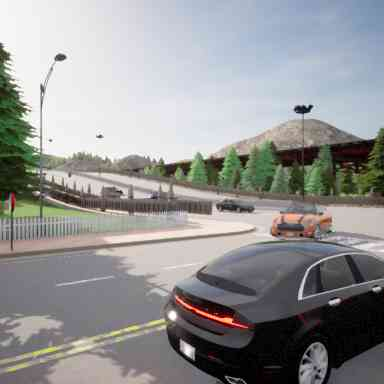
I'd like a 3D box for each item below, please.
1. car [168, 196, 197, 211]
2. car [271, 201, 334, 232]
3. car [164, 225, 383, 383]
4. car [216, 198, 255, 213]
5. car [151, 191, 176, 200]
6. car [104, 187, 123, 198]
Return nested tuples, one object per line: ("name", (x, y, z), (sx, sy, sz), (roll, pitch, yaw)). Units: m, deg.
("car", (-0.311, 1.489, 37.396), (1.837, 1.490, 4.892), (0, 0, -37))
("car", (5.758, 1.352, 17.094), (2.097, 1.767, 4.553), (-1, 0, 35))
("car", (1.921, 1.505, 5.116), (4.892, 1.490, 1.837), (0, 0, -35))
("car", (4.710, 1.496, 36.576), (1.837, 1.490, 4.892), (0, 0, -37))
("car", (-3.808, 0.899, 47.795), (2.150, 2.045, 5.566), (0, 3, -37))
("car", (-13.153, 0.428, 54.426), (1.994, 1.385, 4.181), (0, 6, -37))
